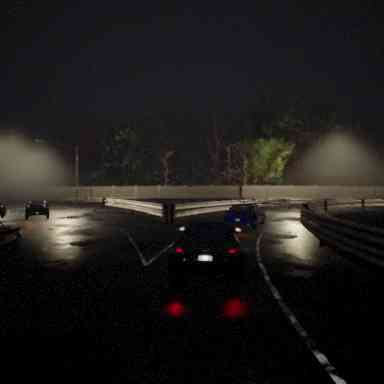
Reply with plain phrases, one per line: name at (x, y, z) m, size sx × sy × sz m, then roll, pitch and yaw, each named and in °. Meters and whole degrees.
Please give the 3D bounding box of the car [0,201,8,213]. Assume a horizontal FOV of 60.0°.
car at (-17.540, 1.479, 29.459) m, size 1.837 × 1.490 × 4.892 m, roll 0°, pitch 0°, yaw -26°

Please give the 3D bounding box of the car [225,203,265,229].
car at (3.501, 1.459, 21.533) m, size 1.882 × 1.535 × 5.008 m, roll 0°, pitch 0°, yaw 20°

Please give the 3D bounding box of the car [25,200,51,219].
car at (-13.283, 1.466, 28.700) m, size 2.128 × 1.511 × 4.902 m, roll 0°, pitch 0°, yaw -24°

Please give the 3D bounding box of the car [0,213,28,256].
car at (-7.069, 1.591, 10.946) m, size 1.895 × 1.301 × 4.718 m, roll 0°, pitch 0°, yaw -14°

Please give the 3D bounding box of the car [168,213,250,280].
car at (0.530, 1.555, 9.971) m, size 1.994 × 1.385 × 4.181 m, roll 0°, pitch 0°, yaw 6°
